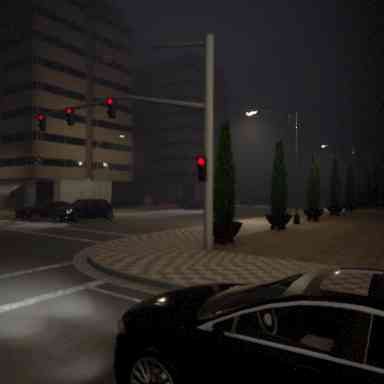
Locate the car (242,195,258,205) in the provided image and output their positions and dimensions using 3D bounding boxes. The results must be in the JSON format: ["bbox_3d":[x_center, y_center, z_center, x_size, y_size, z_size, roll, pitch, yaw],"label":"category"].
[{"bbox_3d":[10.303,1.375,57.276,1.837,1.490,4.892,0,0,35],"label":"car"}]

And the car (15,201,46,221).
[{"bbox_3d":[-11.517,1.434,26.840,1.882,1.535,5.008,0,0,37],"label":"car"}]

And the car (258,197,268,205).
[{"bbox_3d":[13.157,1.442,55.250,1.994,1.385,4.181,0,0,35],"label":"car"}]

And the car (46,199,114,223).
[{"bbox_3d":[-8.186,1.323,25.232,2.097,1.767,4.553,0,0,34],"label":"car"}]

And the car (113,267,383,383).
[{"bbox_3d":[1.345,1.489,3.016,4.902,1.511,2.128,0,0,36],"label":"car"}]

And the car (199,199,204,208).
[{"bbox_3d":[3.246,1.571,41.448,1.895,1.301,4.718,0,0,35],"label":"car"}]

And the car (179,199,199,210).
[{"bbox_3d":[0.393,1.557,43.476,1.895,1.301,4.718,0,0,35],"label":"car"}]
